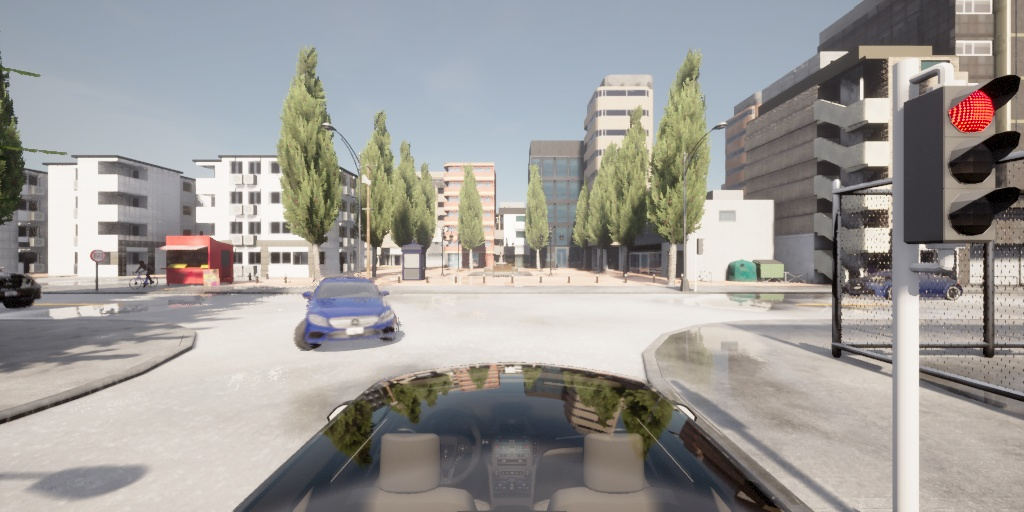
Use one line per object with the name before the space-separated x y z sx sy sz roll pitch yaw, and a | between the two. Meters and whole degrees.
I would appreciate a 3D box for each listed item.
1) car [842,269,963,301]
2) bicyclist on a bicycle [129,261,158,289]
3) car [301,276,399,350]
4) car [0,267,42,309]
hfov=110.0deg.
car | 18.210 1.314 16.853 4.181 1.385 1.994 0 0 0
bicyclist on a bicycle | -21.561 1.099 21.015 0.582 1.620 1.656 0 0 0
car | -4.304 1.276 9.372 1.812 1.442 4.674 1 -1 -28
car | -20.373 0.971 12.618 5.566 2.045 2.150 0 0 0
